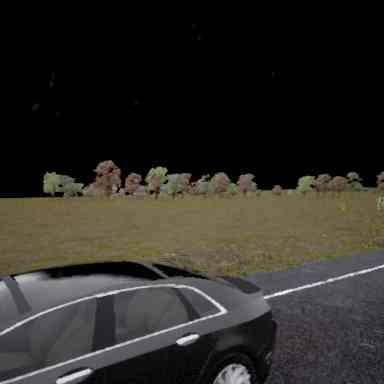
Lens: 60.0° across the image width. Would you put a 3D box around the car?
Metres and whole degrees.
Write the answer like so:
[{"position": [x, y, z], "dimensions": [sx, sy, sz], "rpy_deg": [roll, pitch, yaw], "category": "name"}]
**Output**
[{"position": [-1.288, 1.507, 3.072], "dimensions": [4.892, 1.490, 1.837], "rpy_deg": [0, 0, -35], "category": "car"}]
